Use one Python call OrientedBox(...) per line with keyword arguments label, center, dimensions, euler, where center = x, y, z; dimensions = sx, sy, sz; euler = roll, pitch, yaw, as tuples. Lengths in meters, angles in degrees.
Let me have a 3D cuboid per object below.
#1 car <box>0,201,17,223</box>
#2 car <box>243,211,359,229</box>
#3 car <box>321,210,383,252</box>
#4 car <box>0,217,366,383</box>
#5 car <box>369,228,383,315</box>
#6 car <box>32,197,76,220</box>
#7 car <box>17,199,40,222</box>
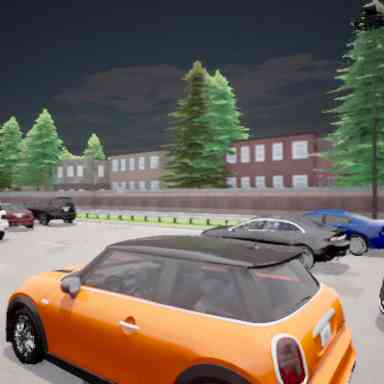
OrientedBox(label="car", center=(-11.283, 1.362, 16.513), dimensions=(5.566, 2.045, 2.150), euler=(-1, 0, 36))
OrientedBox(label="car", center=(2.472, 1.501, 10.875), dimensions=(4.902, 1.511, 2.128), euler=(-1, 0, 36))
OrientedBox(label="car", center=(5.161, 1.471, 13.250), dimensions=(5.008, 1.535, 1.882), euler=(-1, 0, 36))
OrientedBox(label="car", center=(-0.465, 1.367, 4.360), dimensions=(4.553, 1.767, 2.097), euler=(-1, 0, 36))
OrientedBox(label="car", center=(5.323, 1.473, 4.490), dimensions=(4.892, 1.490, 1.837), euler=(-1, 0, 36))
OrientedBox(label="car", center=(-11.018, 1.385, 24.964), dimensions=(5.566, 2.045, 2.150), euler=(-1, 0, 36))
OrientedBox(label="car", center=(-12.256, 1.516, 21.539), dimensions=(4.553, 1.767, 2.097), euler=(-1, 0, 36))
